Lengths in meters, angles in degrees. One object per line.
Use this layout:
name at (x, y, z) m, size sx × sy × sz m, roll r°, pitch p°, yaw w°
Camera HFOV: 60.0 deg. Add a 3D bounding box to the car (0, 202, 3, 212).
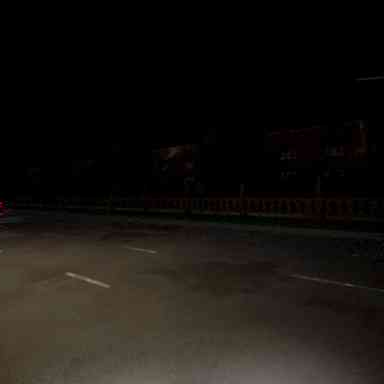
car at (-25.164, 1.575, 41.177) m, size 4.553 × 1.767 × 2.097 m, roll -1°, pitch 1°, yaw 43°
